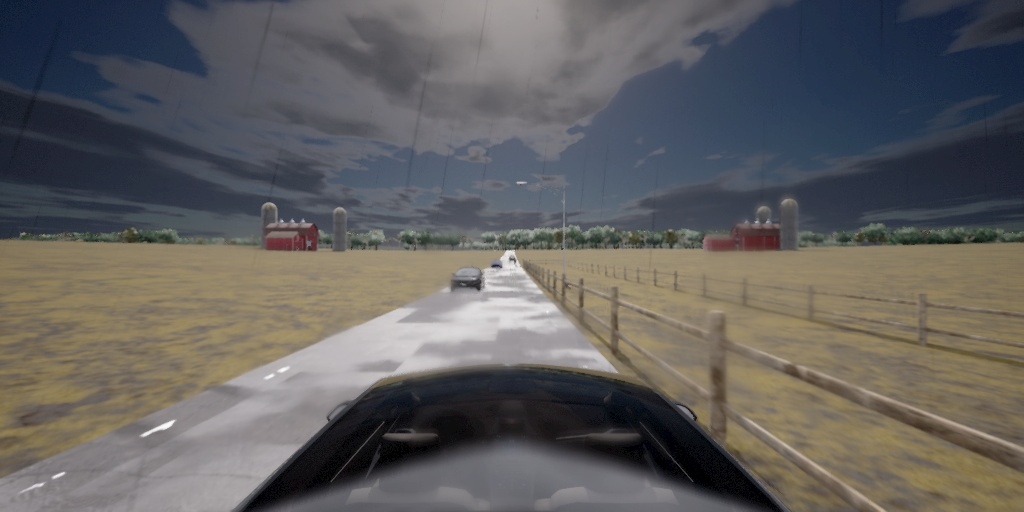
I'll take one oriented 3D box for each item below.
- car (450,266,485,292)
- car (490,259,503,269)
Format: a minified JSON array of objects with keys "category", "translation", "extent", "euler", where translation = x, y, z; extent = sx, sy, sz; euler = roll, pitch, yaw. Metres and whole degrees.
[{"category":"car","translation":[-2.846,1.464,23.810],"extent":[1.882,1.535,5.008],"euler":[0,0,0]},{"category":"car","translation":[-2.768,1.354,64.873],"extent":[2.097,1.767,4.553],"euler":[0,0,1]}]
